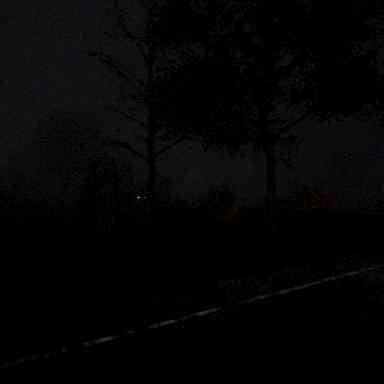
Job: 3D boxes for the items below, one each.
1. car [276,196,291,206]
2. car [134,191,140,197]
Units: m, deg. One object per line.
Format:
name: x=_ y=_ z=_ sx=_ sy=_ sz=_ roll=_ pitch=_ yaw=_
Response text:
car: x=13.455 y=1.263 z=45.172 sx=1.994 sy=1.385 sz=4.181 roll=-1 pitch=1 yaw=-35
car: x=-13.807 y=0.611 z=85.335 sx=1.837 sy=1.490 sz=4.892 roll=-1 pitch=1 yaw=-29
